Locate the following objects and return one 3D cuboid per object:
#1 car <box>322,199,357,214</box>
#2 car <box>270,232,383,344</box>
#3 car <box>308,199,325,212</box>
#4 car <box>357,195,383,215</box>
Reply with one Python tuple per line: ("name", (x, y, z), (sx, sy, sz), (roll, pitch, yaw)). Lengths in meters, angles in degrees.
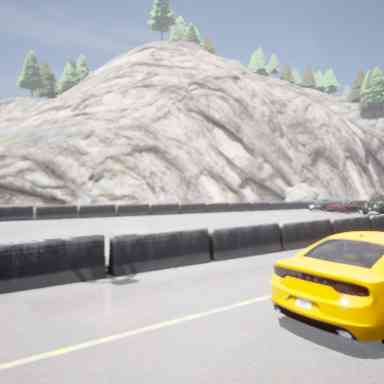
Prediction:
("car", (17.303, 1.769, 37.810), (4.718, 1.301, 1.895), (0, 0, -35))
("car", (3.670, 1.508, 6.363), (5.008, 1.535, 1.882), (0, 0, -35))
("car", (16.424, 1.667, 41.476), (4.902, 1.511, 2.128), (0, 0, -35))
("car", (20.562, 1.397, 35.833), (5.566, 2.045, 2.150), (0, 0, -35))
